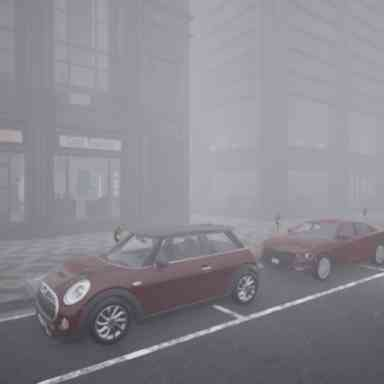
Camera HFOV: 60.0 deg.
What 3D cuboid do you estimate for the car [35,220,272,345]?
[{"bbox_3d":[-0.690,1.401,6.260,4.097,1.590,1.967,-1,1,-35],"label":"car"}]

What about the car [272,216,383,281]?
[{"bbox_3d":[3.889,1.431,9.527,4.507,1.381,1.887,-1,1,-35],"label":"car"}]
